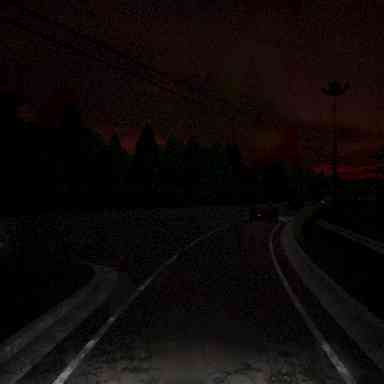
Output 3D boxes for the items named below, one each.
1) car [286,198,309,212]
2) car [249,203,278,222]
[{"bbox_3d":[14.423,1.921,46.379,2.128,1.511,4.902,0,-1,27],"label":"car"},{"bbox_3d":[6.304,1.737,28.982,1.882,1.535,5.008,0,-1,22],"label":"car"}]
